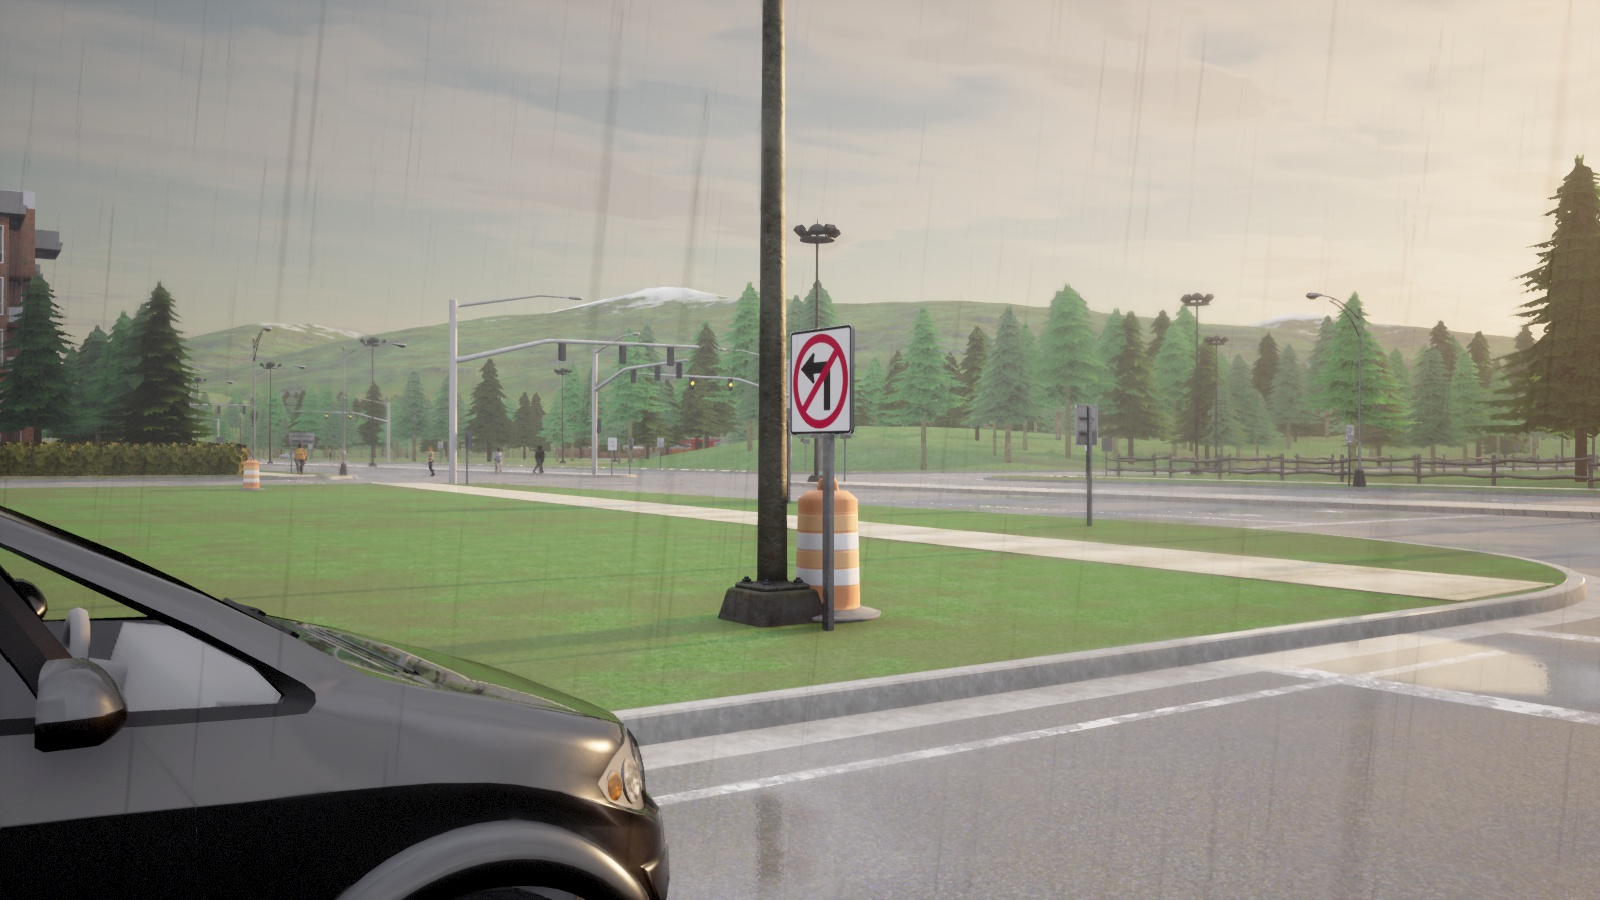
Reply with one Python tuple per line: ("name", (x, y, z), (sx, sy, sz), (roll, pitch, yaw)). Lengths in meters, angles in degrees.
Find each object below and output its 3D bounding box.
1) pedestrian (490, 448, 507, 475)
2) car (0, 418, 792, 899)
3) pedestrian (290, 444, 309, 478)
("pedestrian", (-20.806, 0.794, 86.785), (0.874, 1.855, 0.900), (0, 0, -34))
("car", (-2.048, 0.733, 2.232), (3.705, 1.549, 1.789), (0, 0, -35))
("pedestrian", (-28.256, 0.617, 70.932), (0.874, 1.855, 0.900), (0, 0, -13))
